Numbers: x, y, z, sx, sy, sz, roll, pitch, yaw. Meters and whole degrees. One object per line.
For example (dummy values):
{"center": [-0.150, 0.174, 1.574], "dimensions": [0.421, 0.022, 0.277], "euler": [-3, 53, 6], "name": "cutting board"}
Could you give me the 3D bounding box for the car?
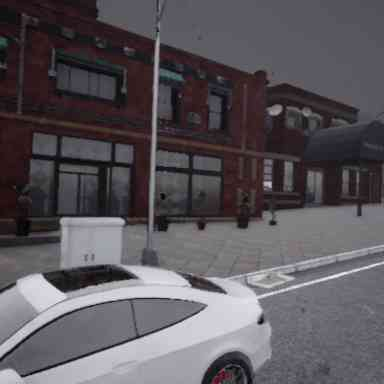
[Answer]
{"center": [-1.232, 1.523, 3.113], "dimensions": [4.674, 1.442, 1.812], "euler": [0, 0, -35], "name": "car"}
